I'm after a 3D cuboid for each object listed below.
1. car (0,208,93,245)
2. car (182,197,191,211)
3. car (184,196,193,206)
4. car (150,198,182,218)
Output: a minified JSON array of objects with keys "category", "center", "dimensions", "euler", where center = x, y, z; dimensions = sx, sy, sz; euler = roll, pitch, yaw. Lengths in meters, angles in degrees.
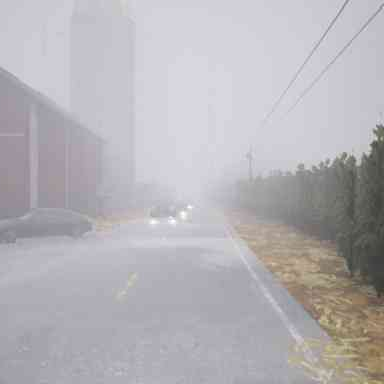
[{"category":"car","center":[-7.051,1.520,15.688],"dimensions":[4.674,1.442,1.812],"euler":[0,1,-38]},{"category":"car","center":[-1.586,1.587,41.065],"dimensions":[1.895,1.301,4.718],"euler":[0,0,4]},{"category":"car","center":[-0.746,1.472,55.754],"dimensions":[2.128,1.511,4.902],"euler":[0,0,2]},{"category":"car","center":[-2.352,1.341,29.701],"dimensions":[2.097,1.767,4.553],"euler":[0,0,3]}]
